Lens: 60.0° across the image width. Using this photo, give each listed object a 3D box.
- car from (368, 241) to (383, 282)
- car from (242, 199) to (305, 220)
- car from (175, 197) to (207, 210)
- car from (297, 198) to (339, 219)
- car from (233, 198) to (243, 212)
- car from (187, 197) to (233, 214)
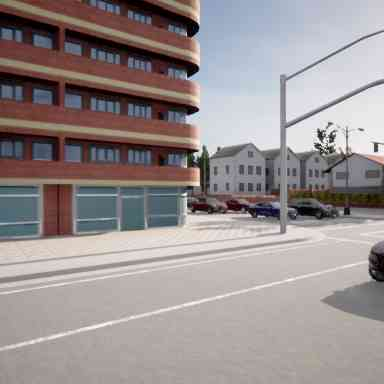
[{"bbox_3d":[6.527,1.477,8.656,5.008,1.535,1.882,0,0,-35],"label":"car"},{"bbox_3d":[6.792,1.526,28.178,1.812,1.442,4.674,0,0,-35],"label":"car"},{"bbox_3d":[-0.210,1.505,44.434,1.837,1.490,4.892,0,0,-35],"label":"car"},{"bbox_3d":[10.427,1.352,29.072,2.097,1.767,4.553,0,0,-35],"label":"car"},{"bbox_3d":[5.174,1.478,36.646,1.882,1.535,5.008,0,0,-35],"label":"car"},{"bbox_3d":[1.795,1.352,35.374,2.097,1.767,4.553,0,0,-34],"label":"car"}]
